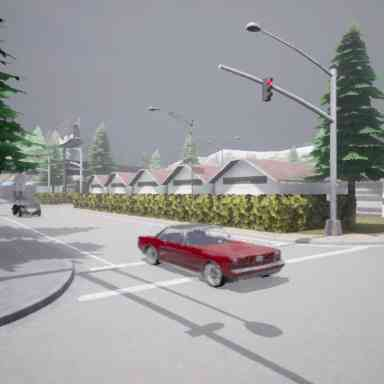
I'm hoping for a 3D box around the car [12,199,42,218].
[{"bbox_3d":[-15.183,1.450,30.491,2.128,1.511,4.902,0,0,-36],"label":"car"}]

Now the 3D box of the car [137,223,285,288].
[{"bbox_3d":[0.278,1.627,9.560,1.895,1.301,4.718,0,0,-36],"label":"car"}]
